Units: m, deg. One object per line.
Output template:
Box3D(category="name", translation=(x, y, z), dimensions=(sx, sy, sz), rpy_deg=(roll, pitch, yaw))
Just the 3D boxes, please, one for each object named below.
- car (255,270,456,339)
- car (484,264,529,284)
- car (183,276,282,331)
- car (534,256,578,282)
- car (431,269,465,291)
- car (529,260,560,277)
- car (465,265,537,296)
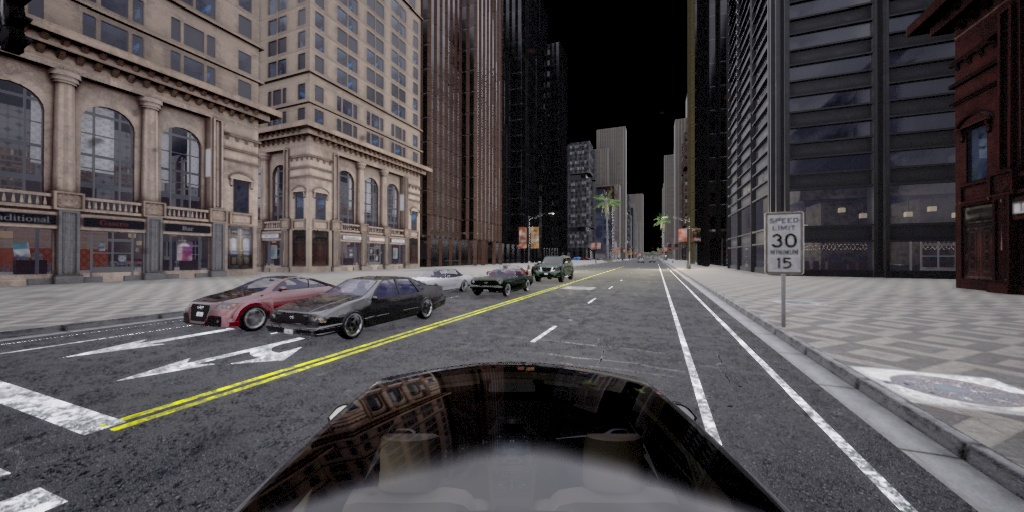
Box3D(category="car", translation=(-4.016, 1.299, 10.497), dimensions=(2.033, 1.411, 5.357), rpy_deg=(0, 0, 22))
Box3D(category="car", translation=(-0.304, 1.364, 28.442), dimensions=(1.895, 1.301, 4.718), rpy_deg=(0, 0, 22))
Box3D(category="car", translation=(-7.285, 1.315, 11.069), dimensions=(1.994, 1.385, 4.181), rpy_deg=(0, 0, 22))
Box3D(category="car", translation=(3.555, 0.986, 29.318), dimensions=(2.150, 2.045, 5.566), rpy_deg=(0, 0, 22))
Box3D(category="car", translation=(-4.021, 1.356, 19.200), dimensions=(1.895, 1.301, 4.718), rpy_deg=(0, 0, 22))
Box3D(category="car", translation=(3.538, 1.250, 37.897), dimensions=(1.882, 1.535, 5.008), rpy_deg=(0, 0, 22))
Box3D(category="car", translation=(-0.439, 1.357, 19.394), dimensions=(1.895, 1.301, 4.718), rpy_deg=(0, 0, 22))
